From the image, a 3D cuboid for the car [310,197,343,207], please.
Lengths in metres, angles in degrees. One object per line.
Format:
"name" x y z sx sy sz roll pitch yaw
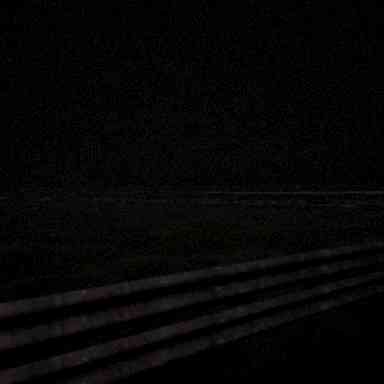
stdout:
"car" 21.536 1.514 53.335 4.892 1.490 1.837 0 2 26
